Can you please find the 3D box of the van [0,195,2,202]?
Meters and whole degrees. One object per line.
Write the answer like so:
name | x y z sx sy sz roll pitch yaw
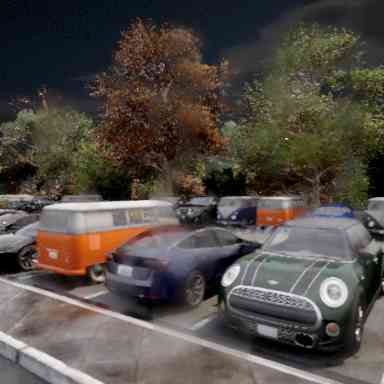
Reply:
van | -19.216 1.338 38.246 1.878 1.987 4.442 0 0 36

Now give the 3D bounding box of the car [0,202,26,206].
car | -11.276 1.516 16.038 1.946 1.575 5.366 0 0 36

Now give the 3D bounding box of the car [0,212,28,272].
car | -4.426 1.528 11.298 2.163 1.488 4.792 0 0 36

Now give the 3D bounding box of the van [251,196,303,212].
van | 5.614 1.262 20.366 1.878 1.987 4.442 0 0 36

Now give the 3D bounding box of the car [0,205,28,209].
car | -8.931 1.542 14.542 2.163 1.488 4.792 0 0 36

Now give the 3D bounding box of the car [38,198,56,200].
car | -12.439 1.583 33.219 2.002 1.452 4.674 0 0 36

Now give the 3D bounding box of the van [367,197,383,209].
van | 9.991 1.252 16.937 1.878 1.987 4.442 0 0 35

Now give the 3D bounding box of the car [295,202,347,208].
car | 7.797 1.481 18.657 2.097 1.535 5.008 0 0 36

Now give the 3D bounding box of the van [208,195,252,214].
van | 3.230 1.269 21.795 1.878 1.987 4.442 0 0 36

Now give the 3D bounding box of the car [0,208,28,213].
car | -6.679 1.535 12.920 2.163 1.488 4.792 0 0 36

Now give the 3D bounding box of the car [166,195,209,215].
car | 1.034 1.251 23.486 2.435 2.045 5.566 0 0 36

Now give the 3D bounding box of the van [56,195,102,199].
van | -10.224 1.311 31.771 1.878 1.987 4.442 0 0 36

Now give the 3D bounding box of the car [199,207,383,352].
car | 2.366 1.355 6.482 2.185 1.767 4.553 0 0 36

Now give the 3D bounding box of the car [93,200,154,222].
car | -5.697 1.523 28.361 2.097 1.535 5.008 0 0 36

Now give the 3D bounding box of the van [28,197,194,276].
van | -2.088 1.266 9.794 1.878 1.987 4.442 0 0 36

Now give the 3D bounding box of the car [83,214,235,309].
car | 0.115 1.514 8.101 2.163 1.488 4.792 0 0 36

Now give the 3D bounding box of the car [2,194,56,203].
car | -17.052 1.306 36.509 2.435 2.045 5.566 0 0 36

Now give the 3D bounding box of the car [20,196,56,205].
car | -14.689 1.550 34.836 2.097 1.535 5.008 0 0 36

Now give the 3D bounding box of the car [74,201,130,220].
car | -8.042 1.570 30.059 2.002 1.452 4.674 0 0 36
